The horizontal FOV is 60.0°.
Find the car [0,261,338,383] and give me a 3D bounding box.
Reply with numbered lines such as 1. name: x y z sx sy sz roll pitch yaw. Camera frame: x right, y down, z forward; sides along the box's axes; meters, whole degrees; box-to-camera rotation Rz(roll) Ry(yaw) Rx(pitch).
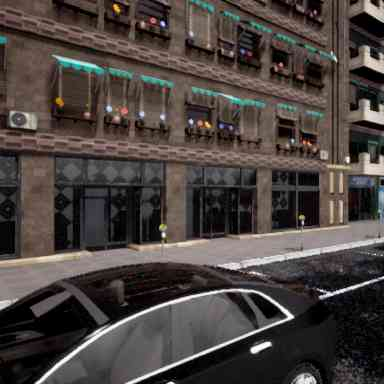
1. car: -0.681 1.504 2.894 4.892 1.490 1.837 0 0 -36
